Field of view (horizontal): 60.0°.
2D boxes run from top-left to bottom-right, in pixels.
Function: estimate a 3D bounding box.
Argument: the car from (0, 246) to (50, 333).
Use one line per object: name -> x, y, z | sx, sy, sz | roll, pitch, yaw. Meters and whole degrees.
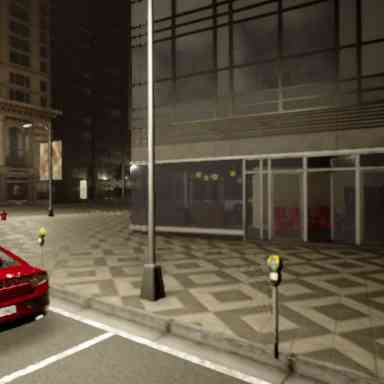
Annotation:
car -> -4.403, 1.540, 5.991 | 4.507, 1.381, 1.887 | 0, 0, 35
